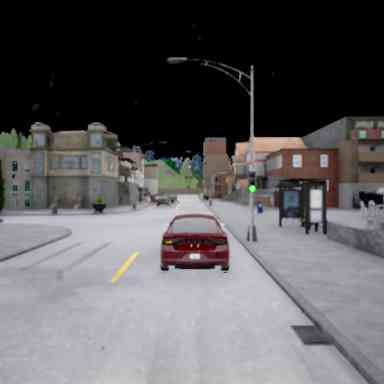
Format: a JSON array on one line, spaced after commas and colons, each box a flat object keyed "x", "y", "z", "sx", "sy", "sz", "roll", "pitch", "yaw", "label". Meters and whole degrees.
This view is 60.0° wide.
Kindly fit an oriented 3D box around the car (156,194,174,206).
[{"x": -4.092, "y": 1.300, "z": 48.563, "sx": 1.837, "sy": 1.490, "sz": 4.892, "roll": 0, "pitch": 0, "yaw": 0, "label": "car"}]

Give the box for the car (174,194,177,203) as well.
[{"x": -4.050, "y": 1.357, "z": 57.868, "sx": 1.895, "sy": 1.301, "sz": 4.718, "roll": 0, "pitch": 0, "yaw": 0, "label": "car"}]

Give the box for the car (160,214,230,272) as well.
[{"x": 0.085, "y": 1.432, "z": 10.662, "sx": 1.882, "sy": 1.535, "sz": 5.008, "roll": 0, "pitch": 0, "yaw": 0, "label": "car"}]
